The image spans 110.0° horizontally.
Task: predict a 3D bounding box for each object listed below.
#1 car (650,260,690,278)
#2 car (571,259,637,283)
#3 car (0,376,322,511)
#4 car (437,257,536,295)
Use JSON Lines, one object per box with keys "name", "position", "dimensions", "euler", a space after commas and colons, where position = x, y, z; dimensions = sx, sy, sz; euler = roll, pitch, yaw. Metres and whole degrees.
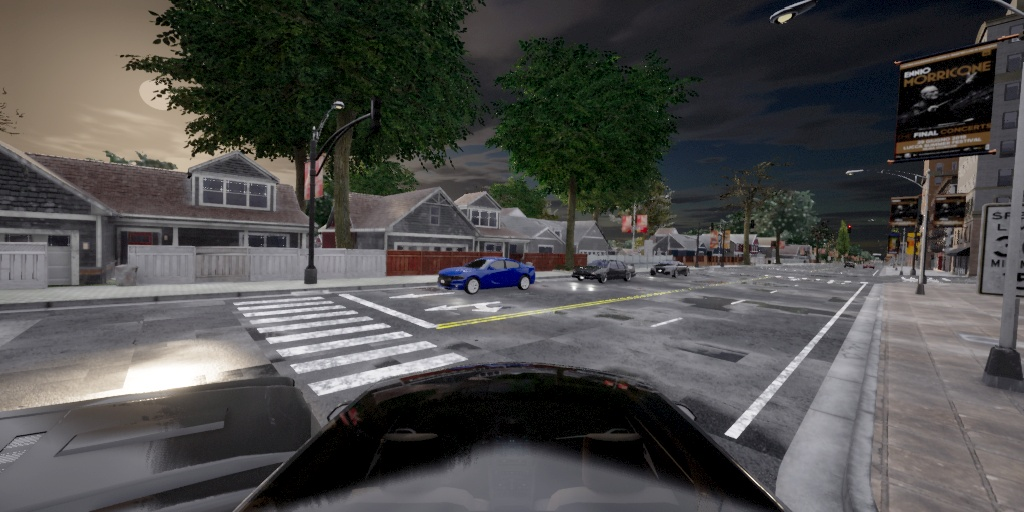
{"name": "car", "position": [13.382, 1.021, 30.299], "dimensions": [4.181, 1.385, 1.994], "euler": [1, 2, -44]}
{"name": "car", "position": [6.152, 0.934, 23.411], "dimensions": [5.357, 1.411, 2.033], "euler": [1, 2, -44]}
{"name": "car", "position": [-3.315, 1.281, 1.350], "dimensions": [4.718, 1.301, 1.895], "euler": [1, 2, -34]}
{"name": "car", "position": [-1.047, 0.797, 16.525], "dimensions": [5.008, 1.535, 1.882], "euler": [0, 2, -44]}
